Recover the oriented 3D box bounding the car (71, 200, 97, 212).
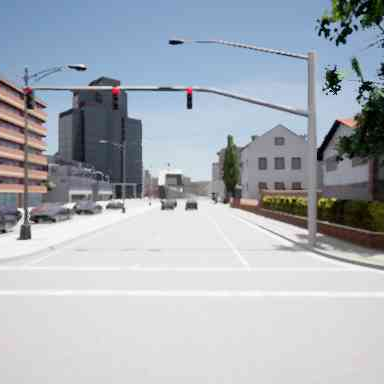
[{"bbox_3d":[-15.085,1.881,46.755,2.128,1.511,4.902,0,-1,0],"label":"car"}]

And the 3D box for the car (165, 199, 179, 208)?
[{"bbox_3d":[-3.571,1.986,59.677,2.128,1.511,4.902,0,0,0],"label":"car"}]

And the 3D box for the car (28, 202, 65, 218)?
[{"bbox_3d":[-15.125,1.817,34.899,1.812,1.442,4.674,0,0,0],"label":"car"}]

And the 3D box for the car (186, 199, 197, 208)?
[{"bbox_3d":[-0.071,2.058,59.680,1.994,1.385,4.181,0,0,0],"label":"car"}]

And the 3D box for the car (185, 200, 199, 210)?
[{"bbox_3d":[-0.058,1.886,49.264,1.882,1.535,5.008,0,0,0],"label":"car"}]

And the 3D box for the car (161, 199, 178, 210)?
[{"bbox_3d":[-3.558,1.900,49.260,2.128,1.511,4.902,0,0,0],"label":"car"}]

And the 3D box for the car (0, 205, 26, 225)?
[{"bbox_3d":[-15.125,1.781,26.181,1.994,1.385,4.181,0,0,0],"label":"car"}]

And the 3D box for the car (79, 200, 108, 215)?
[{"bbox_3d":[-11.619,1.866,38.240,2.033,1.411,5.357,0,0,0],"label":"car"}]

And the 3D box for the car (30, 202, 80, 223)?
[{"bbox_3d":[-11.624,1.783,28.170,2.033,1.411,5.357,0,0,0],"label":"car"}]

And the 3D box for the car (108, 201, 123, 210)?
[{"bbox_3d":[-11.604,1.979,49.885,1.994,1.385,4.181,0,-1,0],"label":"car"}]

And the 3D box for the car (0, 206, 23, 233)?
[{"bbox_3d":[-11.615,1.700,18.097,2.033,1.411,5.357,0,0,0],"label":"car"}]
